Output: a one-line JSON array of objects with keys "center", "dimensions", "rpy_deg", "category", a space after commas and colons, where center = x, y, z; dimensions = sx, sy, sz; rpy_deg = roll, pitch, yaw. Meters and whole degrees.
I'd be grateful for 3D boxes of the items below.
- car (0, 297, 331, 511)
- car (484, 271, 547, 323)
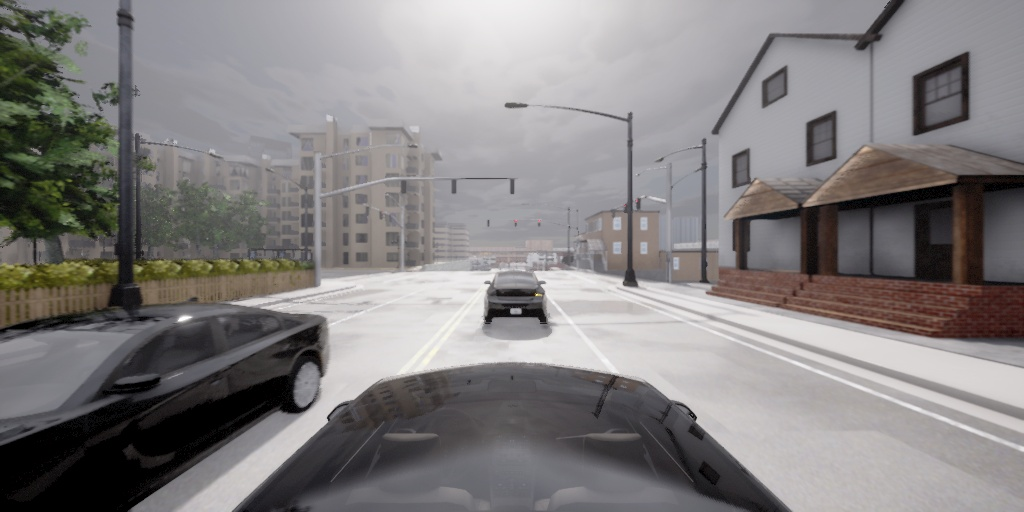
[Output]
[{"center": [-3.587, 1.226, 3.205], "dimensions": [1.882, 1.535, 5.008], "rpy_deg": [0, 0, 0], "category": "car"}, {"center": [0.108, 1.242, 12.029], "dimensions": [1.837, 1.490, 4.892], "rpy_deg": [0, 0, 0], "category": "car"}]
